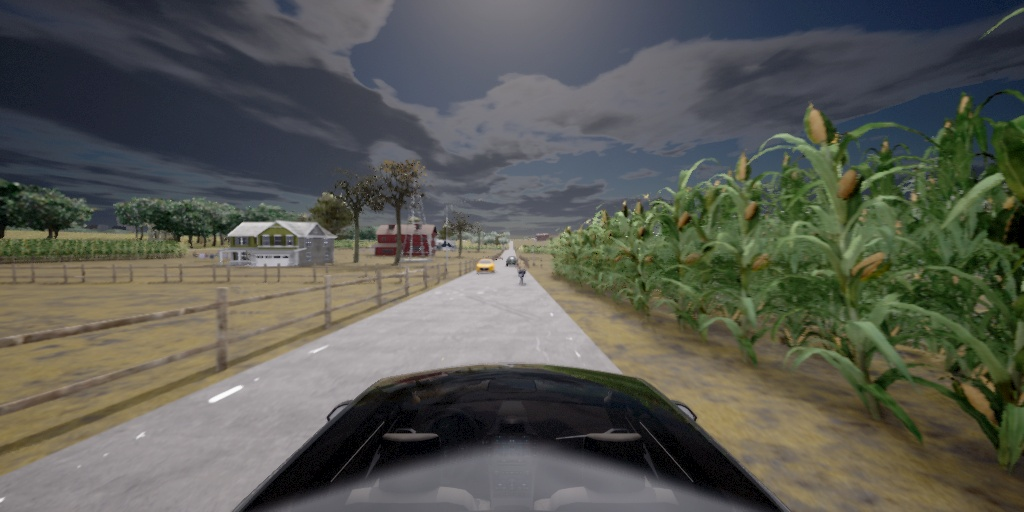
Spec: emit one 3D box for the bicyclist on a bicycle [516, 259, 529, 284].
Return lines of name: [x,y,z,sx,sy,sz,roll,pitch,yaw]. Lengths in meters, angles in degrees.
bicyclist on a bicycle: [0.744,1.118,25.106,0.866,1.612,1.509,0,1,0]

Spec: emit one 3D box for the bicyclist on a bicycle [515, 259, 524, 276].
bicyclist on a bicycle: [0.734,1.074,34.306,0.866,1.612,1.509,0,1,0]

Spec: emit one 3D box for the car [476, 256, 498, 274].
car: [-2.842,1.091,39.284,1.882,1.535,5.008,0,0,0]

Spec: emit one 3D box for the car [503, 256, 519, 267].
car: [0.045,0.837,60.422,2.097,1.767,4.553,0,0,1]
